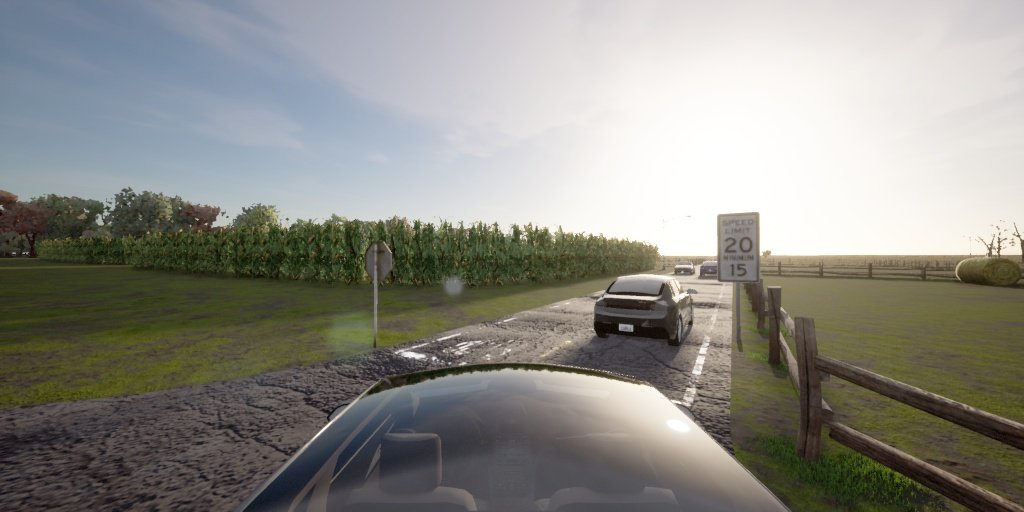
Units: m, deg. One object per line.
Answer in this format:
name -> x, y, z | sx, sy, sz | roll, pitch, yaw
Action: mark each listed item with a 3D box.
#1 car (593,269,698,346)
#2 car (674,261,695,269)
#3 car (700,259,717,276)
car -> 3.659, 1.257, 9.571 | 1.837, 1.490, 4.892 | 0, 0, 32
car -> 19.808, 1.323, 40.971 | 2.033, 1.411, 5.357 | 0, 0, 32
car -> 20.173, 1.237, 36.224 | 1.882, 1.535, 5.008 | 0, 0, 32
